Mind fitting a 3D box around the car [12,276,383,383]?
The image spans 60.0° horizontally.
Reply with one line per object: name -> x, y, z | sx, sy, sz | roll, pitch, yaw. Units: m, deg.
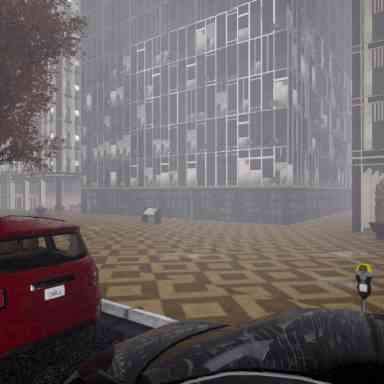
car -> 0.865, 1.566, 2.260 | 4.313, 1.339, 1.947 | 0, 0, 36

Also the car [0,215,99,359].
car -> -3.627, 1.315, 5.473 | 5.009, 1.841, 2.192 | 0, 0, 36
